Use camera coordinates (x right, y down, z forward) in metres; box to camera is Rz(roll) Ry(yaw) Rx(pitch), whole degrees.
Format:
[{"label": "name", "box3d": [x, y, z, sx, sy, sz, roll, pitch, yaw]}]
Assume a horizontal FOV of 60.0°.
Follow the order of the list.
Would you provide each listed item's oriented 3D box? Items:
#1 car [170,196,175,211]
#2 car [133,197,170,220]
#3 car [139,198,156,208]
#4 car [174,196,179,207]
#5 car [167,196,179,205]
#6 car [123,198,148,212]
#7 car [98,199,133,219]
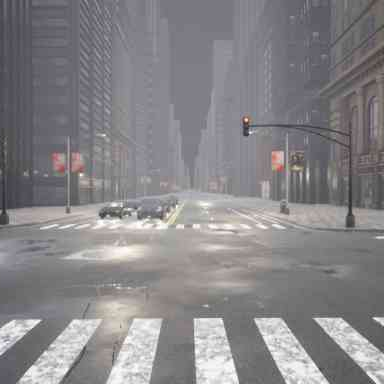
[{"label": "car", "box3d": [-3.320, 1.524, 37.540, 2.033, 1.411, 5.357, 0, 0, 0]}, {"label": "car", "box3d": [-3.326, 1.337, 28.066, 2.097, 1.767, 4.553, 0, 0, 0]}, {"label": "car", "box3d": [-6.565, 1.565, 49.509, 1.895, 1.301, 4.718, 0, 0, 0]}, {"label": "car", "box3d": [-3.319, 1.530, 47.439, 1.994, 1.385, 4.181, 0, 0, 0]}, {"label": "car", "box3d": [-3.273, 1.455, 57.813, 1.837, 1.490, 4.892, 0, 0, 0]}, {"label": "car", "box3d": [-6.567, 1.522, 39.423, 2.033, 1.411, 5.357, 0, 0, 0]}, {"label": "car", "box3d": [-6.551, 1.531, 29.324, 2.033, 1.411, 5.357, 0, 0, 4]}]
